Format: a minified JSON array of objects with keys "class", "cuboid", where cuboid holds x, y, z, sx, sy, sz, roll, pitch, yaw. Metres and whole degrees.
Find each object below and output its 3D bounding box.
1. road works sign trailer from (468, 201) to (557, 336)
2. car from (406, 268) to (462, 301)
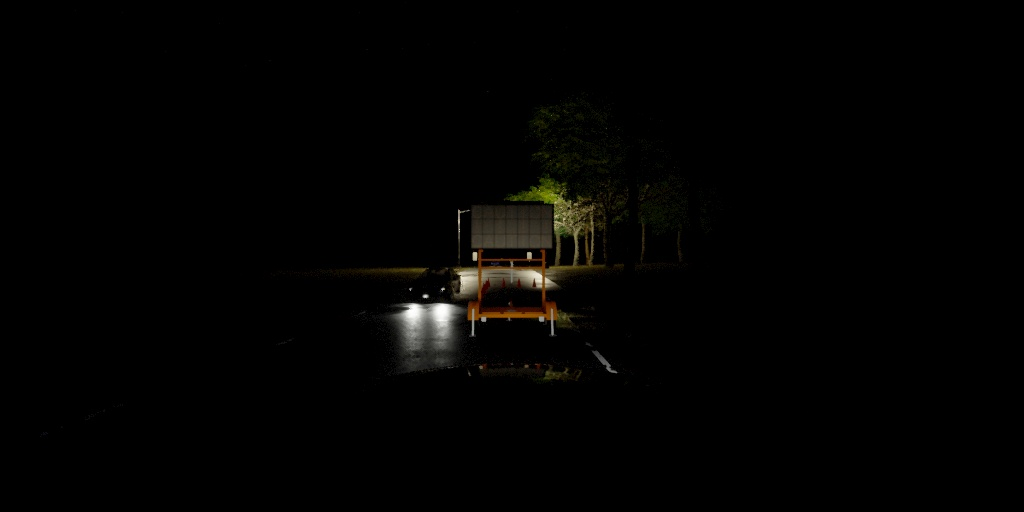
[{"class":"road works sign trailer","cuboid":[-0.008,0.222,10.379,2.380,3.560,2.880,0,0,-1]},{"class":"car","cuboid":[-3.638,1.315,17.764,2.033,1.411,5.357,0,0,0]}]
